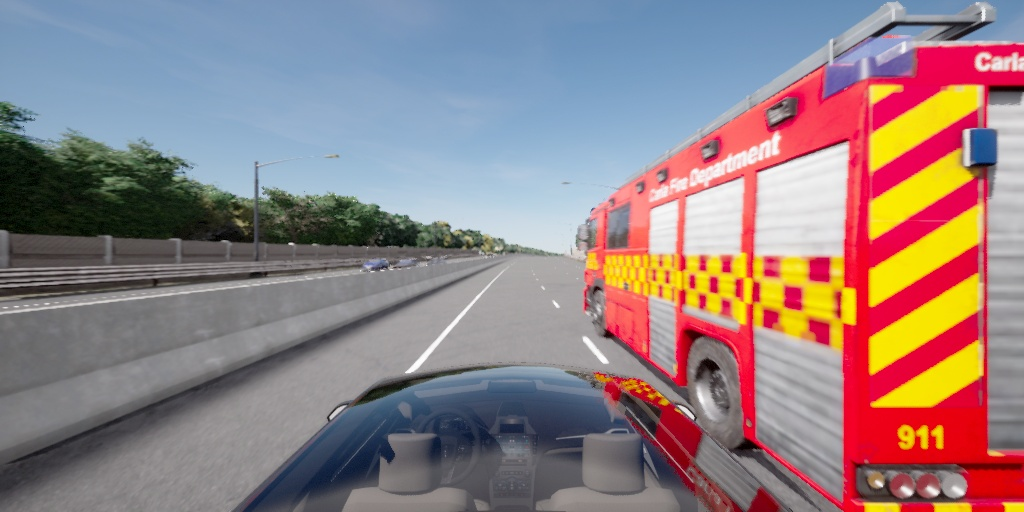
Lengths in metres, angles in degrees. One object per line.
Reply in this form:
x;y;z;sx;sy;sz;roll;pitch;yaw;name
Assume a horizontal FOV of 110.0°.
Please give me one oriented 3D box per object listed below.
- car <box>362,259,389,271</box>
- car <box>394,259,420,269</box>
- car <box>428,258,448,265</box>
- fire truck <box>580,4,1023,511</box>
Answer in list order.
-16.803;1.083;44.501;1.812;1.442;4.674;0;1;2;car
-13.252;1.094;45.730;2.033;1.411;5.357;0;1;3;car
-9.688;1.036;47.120;1.837;1.490;4.892;0;1;3;car
3.499;0.110;6.268;2.891;3.827;8.468;0;0;0;fire truck
